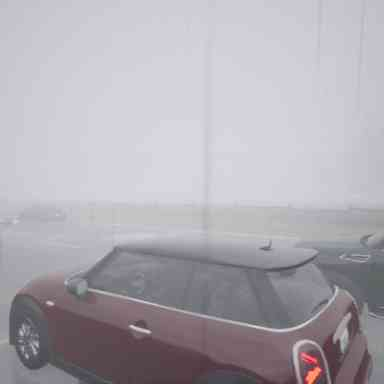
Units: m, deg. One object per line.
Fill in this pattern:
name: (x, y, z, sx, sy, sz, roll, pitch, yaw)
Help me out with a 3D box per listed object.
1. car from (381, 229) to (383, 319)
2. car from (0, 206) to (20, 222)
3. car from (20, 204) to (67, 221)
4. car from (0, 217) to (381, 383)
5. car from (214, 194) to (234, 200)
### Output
car: (4.281, 1.221, 5.237, 5.566, 2.045, 2.150, 0, 0, 36)
car: (-13.938, 1.575, 22.552, 4.674, 1.442, 1.812, 0, 0, 36)
car: (-11.294, 1.612, 24.958, 4.181, 1.385, 1.994, 0, 0, 36)
car: (-0.349, 1.357, 4.242, 4.553, 1.767, 2.097, 0, 0, 36)
car: (7.550, 1.288, 77.898, 4.605, 1.855, 1.932, 0, 0, 36)
